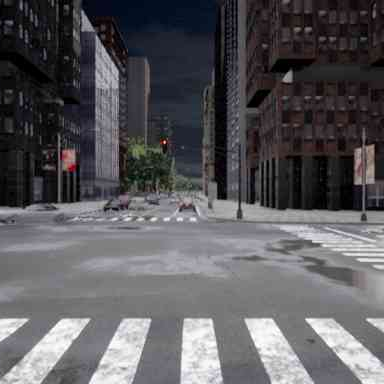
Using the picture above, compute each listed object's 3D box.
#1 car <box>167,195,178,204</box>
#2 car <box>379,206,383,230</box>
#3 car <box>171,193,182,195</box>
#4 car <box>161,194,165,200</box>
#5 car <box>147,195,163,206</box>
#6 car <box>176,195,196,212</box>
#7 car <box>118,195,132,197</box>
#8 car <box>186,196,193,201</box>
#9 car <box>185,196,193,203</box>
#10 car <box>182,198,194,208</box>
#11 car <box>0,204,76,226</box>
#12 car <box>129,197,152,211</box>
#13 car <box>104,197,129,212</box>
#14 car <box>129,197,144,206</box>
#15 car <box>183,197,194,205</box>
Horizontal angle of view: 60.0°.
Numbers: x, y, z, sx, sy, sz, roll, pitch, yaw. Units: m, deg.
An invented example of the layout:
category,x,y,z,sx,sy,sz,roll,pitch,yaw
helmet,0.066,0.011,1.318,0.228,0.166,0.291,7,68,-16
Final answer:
category,x,y,z,sx,sy,sz,roll,pitch,yaw
car,-3.398,1.674,65.653,1.895,1.301,4.718,0,0,0
car,14.844,1.725,20.974,4.902,1.511,2.128,1,0,0
car,-3.441,1.586,75.632,1.812,1.442,4.674,0,0,0
car,-9.282,1.699,93.276,1.887,1.381,4.507,0,0,0
car,-6.441,1.595,55.396,2.033,1.411,5.357,0,0,0
car,-0.524,1.450,39.051,1.967,1.590,4.097,0,0,0
car,-9.073,1.337,44.443,2.192,1.841,5.009,0,0,0
car,-0.758,1.699,93.300,1.887,1.381,4.507,0,0,0
car,-0.665,1.615,71.770,1.752,1.417,4.829,0,0,0
car,-0.570,1.616,49.900,1.802,1.307,4.206,0,0,0
car,-10.429,1.471,22.210,4.718,1.301,1.895,1,0,-39
car,-6.387,1.613,40.194,1.895,1.301,4.718,0,0,0
car,-9.049,1.575,39.017,1.947,1.339,4.313,0,0,0
car,-9.118,1.572,55.125,1.752,1.417,4.829,0,0,0
car,-0.617,1.605,60.750,1.887,1.381,4.507,0,0,0
